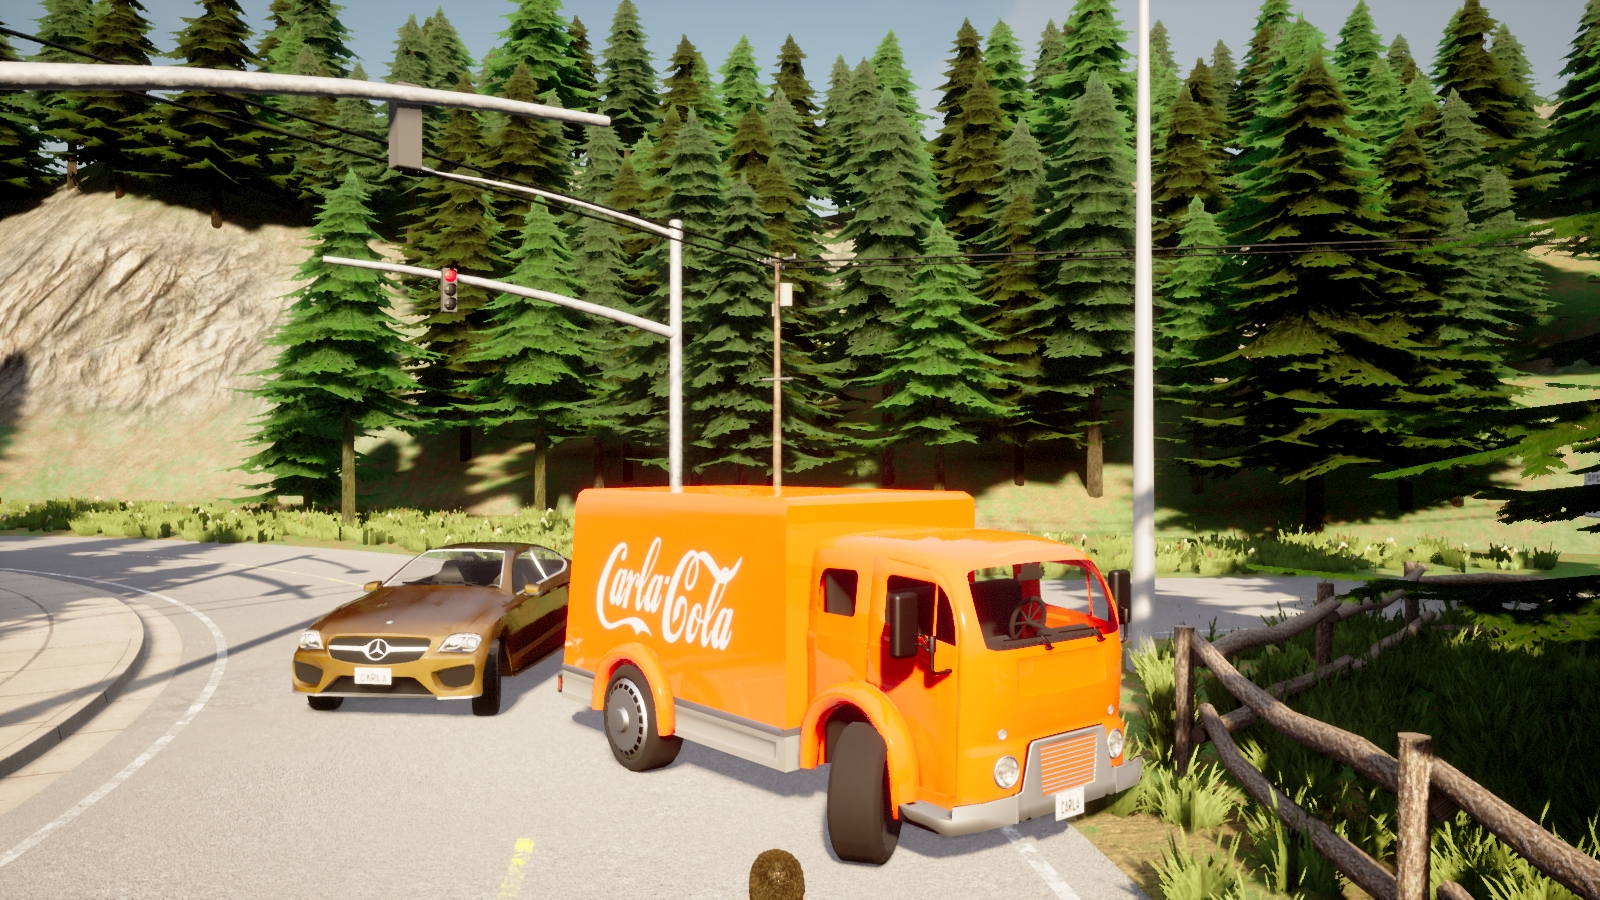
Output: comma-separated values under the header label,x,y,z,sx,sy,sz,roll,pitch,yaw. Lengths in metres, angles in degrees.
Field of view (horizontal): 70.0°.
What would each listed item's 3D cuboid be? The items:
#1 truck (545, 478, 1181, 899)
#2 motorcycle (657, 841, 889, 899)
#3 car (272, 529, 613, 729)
label,x,y,z,sx,sy,sz,roll,pitch,yaw
truck,0.202,1.542,9.769,2.627,2.467,5.204,0,0,-39
motorcycle,-0.074,2.159,3.526,0.803,1.199,2.033,0,0,-2
car,-4.038,1.970,14.038,2.152,1.651,5.027,0,0,6
